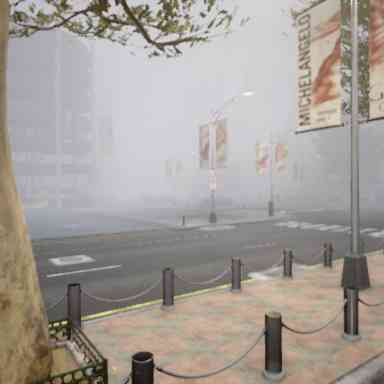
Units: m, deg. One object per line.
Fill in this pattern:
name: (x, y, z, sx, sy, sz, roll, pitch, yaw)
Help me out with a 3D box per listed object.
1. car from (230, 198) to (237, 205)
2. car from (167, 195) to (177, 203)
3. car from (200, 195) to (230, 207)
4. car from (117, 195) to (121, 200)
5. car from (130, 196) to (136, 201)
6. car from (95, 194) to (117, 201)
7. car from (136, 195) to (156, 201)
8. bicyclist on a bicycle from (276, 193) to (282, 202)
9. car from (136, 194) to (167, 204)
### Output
car: (4.796, 1.274, 50.909, 2.128, 1.511, 4.902, 0, 0, -36)
car: (-4.912, 1.278, 63.284, 4.902, 1.511, 2.128, 0, 0, 45)
car: (2.958, 1.368, 47.440, 1.994, 1.385, 4.181, 0, 0, -35)
car: (-19.498, 1.220, 79.683, 5.008, 1.535, 1.882, 0, 0, 12)
car: (-11.222, 1.140, 72.601, 4.553, 1.767, 2.097, 0, 0, 26)
car: (-20.462, 1.270, 76.318, 4.892, 1.490, 1.837, 0, 0, 12)
car: (-10.474, 1.320, 76.157, 4.181, 1.385, 1.994, 0, 0, 26)
bicyclist on a bicycle: (15.752, 0.987, 60.494, 1.656, 1.620, 0.582, -1, 0, -36)
car: (-7.449, 1.287, 60.852, 5.008, 1.535, 1.882, -1, 0, 44)
